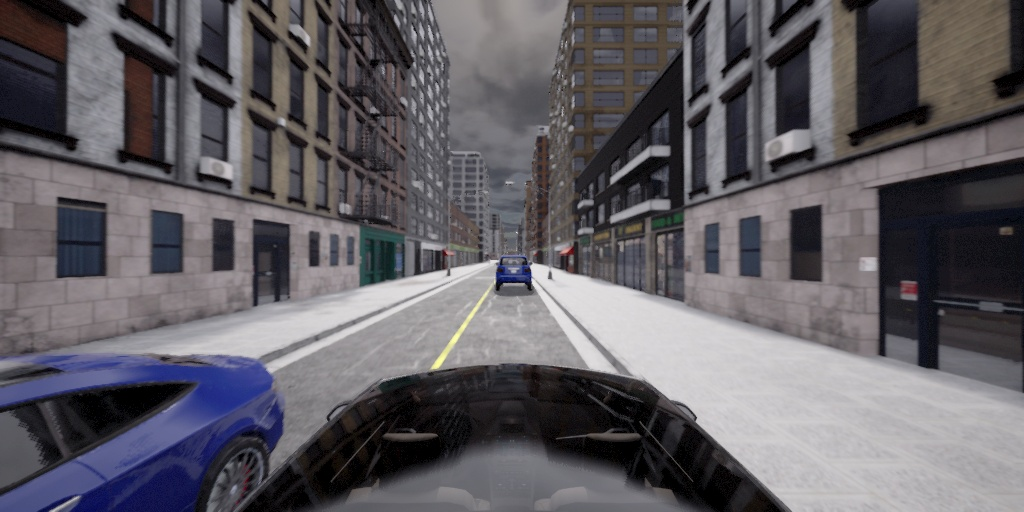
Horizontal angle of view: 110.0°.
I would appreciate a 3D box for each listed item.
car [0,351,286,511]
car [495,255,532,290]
[{"bbox_3d":[-2.841,1.276,1.257,1.812,1.442,4.674,0,0,0],"label":"car"},{"bbox_3d":[0.121,0.971,22.734,2.150,2.045,5.566,0,0,0],"label":"car"}]
